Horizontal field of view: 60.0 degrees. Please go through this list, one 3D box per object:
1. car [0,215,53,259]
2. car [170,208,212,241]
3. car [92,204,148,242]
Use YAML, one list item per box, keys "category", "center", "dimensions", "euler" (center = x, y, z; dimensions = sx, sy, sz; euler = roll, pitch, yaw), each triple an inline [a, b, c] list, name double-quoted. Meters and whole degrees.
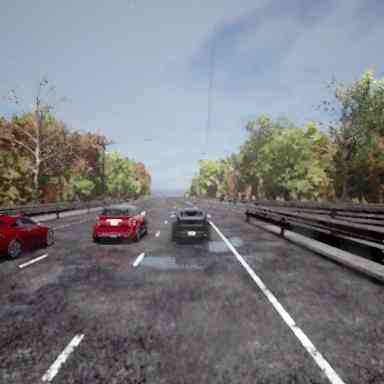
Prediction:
- category: "car"
  center: [-6.988, 1.601, 12.734]
  dimensions: [1.812, 1.442, 4.674]
  euler: [0, 0, -1]
- category: "car"
  center: [-0.043, 1.606, 17.246]
  dimensions: [1.837, 1.490, 4.892]
  euler: [0, 0, -1]
- category: "car"
  center: [-3.542, 1.454, 17.142]
  dimensions: [2.097, 1.767, 4.553]
  euler: [0, 0, -1]
